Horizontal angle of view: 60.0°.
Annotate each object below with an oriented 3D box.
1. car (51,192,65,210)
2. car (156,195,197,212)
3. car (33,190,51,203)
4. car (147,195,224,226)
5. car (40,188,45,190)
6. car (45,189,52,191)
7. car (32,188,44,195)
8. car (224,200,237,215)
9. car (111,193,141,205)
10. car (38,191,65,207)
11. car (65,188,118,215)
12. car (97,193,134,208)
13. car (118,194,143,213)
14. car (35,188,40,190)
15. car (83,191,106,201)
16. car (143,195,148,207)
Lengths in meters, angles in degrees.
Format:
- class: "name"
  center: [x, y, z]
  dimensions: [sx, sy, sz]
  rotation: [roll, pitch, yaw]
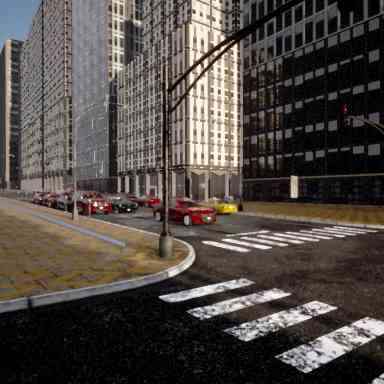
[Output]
- class: "car"
  center: [-11.659, 0.987, 31.770]
  dimensions: [1.947, 1.339, 4.313]
  rotation: [1, 0, -36]
- class: "car"
  center: [-1.582, 1.066, 32.173]
  dimensions: [1.947, 1.339, 4.313]
  rotation: [1, 0, -36]
- class: "car"
  center: [-18.279, 0.794, 40.851]
  dimensions: [1.802, 1.307, 4.206]
  rotation: [1, 0, -36]
- class: "car"
  center: [-0.567, 1.177, 20.921]
  dimensions: [1.882, 1.535, 5.008]
  rotation: [0, 1, -38]
- class: "car"
  center: [-31.376, 0.104, 73.042]
  dimensions: [1.887, 1.381, 4.507]
  rotation: [1, 0, -36]
- class: "car"
  center: [-28.066, 0.214, 68.501]
  dimensions: [2.008, 1.369, 4.403]
  rotation: [1, 0, -36]
- class: "car"
  center: [-37.995, -0.208, 82.123]
  dimensions: [1.967, 1.590, 4.097]
  rotation: [1, 0, -36]
- class: "car"
  center: [1.698, 1.127, 27.823]
  dimensions: [1.752, 1.417, 4.829]
  rotation: [1, 0, -36]
- class: "car"
  center: [-8.203, 0.856, 41.254]
  dimensions: [1.947, 1.339, 4.313]
  rotation: [1, 0, -36]
- class: "car"
  center: [-14.968, 0.861, 36.310]
  dimensions: [1.887, 1.381, 4.507]
  rotation: [1, 0, -36]
- class: "car"
  center: [-8.343, 0.841, 27.228]
  dimensions: [2.192, 1.841, 5.009]
  rotation: [1, 0, -36]
- class: "car"
  center: [-8.716, 0.896, 37.546]
  dimensions: [2.033, 1.411, 5.357]
  rotation: [0, 1, -36]
- class: "car"
  center: [-6.475, 1.112, 29.035]
  dimensions: [1.895, 1.301, 4.718]
  rotation: [0, 1, -36]
- class: "car"
  center: [-34.685, -0.104, 77.583]
  dimensions: [1.967, 1.590, 4.097]
  rotation: [1, 0, -36]
- class: "car"
  center: [-14.824, 0.646, 50.337]
  dimensions: [1.947, 1.339, 4.313]
  rotation: [1, 0, -36]
- class: "car"
  center: [-4.892, 0.977, 36.713]
  dimensions: [1.802, 1.307, 4.206]
  rotation: [1, 0, -36]
